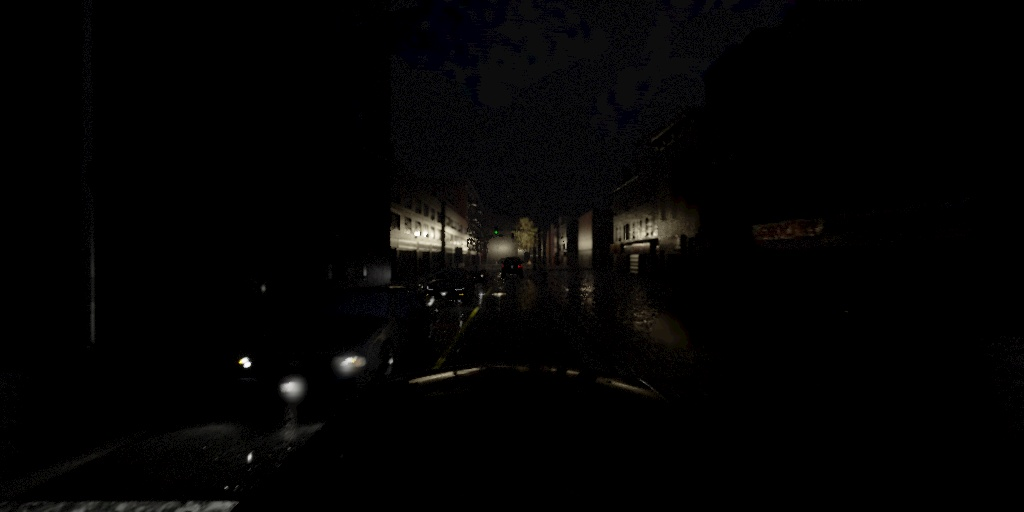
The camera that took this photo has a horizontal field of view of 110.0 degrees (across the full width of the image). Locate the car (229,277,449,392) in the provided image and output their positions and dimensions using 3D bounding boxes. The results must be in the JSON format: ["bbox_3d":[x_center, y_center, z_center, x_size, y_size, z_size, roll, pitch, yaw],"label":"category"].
[{"bbox_3d":[-2.850,1.331,7.297,2.033,1.411,5.357,0,0,0],"label":"car"}]

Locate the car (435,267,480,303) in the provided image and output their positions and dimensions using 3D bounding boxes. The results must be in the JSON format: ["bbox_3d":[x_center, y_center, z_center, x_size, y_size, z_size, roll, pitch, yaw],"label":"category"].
[{"bbox_3d":[-2.851,1.348,17.454,1.837,1.490,4.892,0,0,0],"label":"car"}]

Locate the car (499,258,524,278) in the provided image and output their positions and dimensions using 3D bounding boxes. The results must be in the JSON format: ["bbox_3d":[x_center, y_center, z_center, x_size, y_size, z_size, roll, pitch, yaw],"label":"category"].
[{"bbox_3d":[0.041,1.187,37.779,2.150,2.045,5.566,0,-1,1],"label":"car"}]

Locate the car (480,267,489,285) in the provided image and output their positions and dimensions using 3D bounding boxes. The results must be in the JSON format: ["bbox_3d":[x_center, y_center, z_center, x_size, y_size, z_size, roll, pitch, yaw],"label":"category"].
[{"bbox_3d":[-2.850,1.506,27.629,1.895,1.301,4.718,0,0,0],"label":"car"}]
